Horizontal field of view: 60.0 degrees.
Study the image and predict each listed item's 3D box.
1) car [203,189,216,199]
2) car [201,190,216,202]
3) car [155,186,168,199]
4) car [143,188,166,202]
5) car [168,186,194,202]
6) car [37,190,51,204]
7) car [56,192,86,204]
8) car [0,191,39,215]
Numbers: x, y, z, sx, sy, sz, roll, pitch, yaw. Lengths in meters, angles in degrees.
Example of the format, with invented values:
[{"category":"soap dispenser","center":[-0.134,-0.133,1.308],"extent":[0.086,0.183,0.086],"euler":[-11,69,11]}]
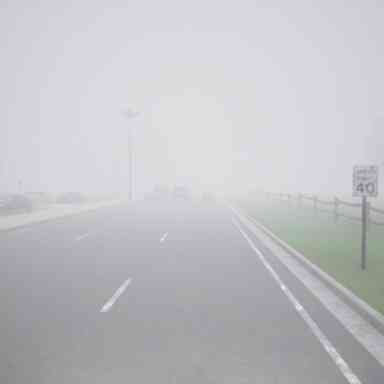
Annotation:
[{"category":"car","center":[2.844,0.311,54.258],"extent":[1.994,1.385,4.181],"euler":[0,1,4]},{"category":"car","center":[2.159,0.458,44.130],"extent":[1.882,1.535,5.008],"euler":[0,1,4]},{"category":"car","center":[-4.511,0.021,50.944],"extent":[2.150,2.045,5.566],"euler":[0,1,4]},{"category":"car","center":[-4.992,0.540,43.246],"extent":[1.994,1.385,4.181],"euler":[0,1,4]},{"category":"car","center":[-1.394,0.204,43.495],"extent":[2.150,2.045,5.566],"euler":[0,1,4]},{"category":"car","center":[-17.024,0.586,35.768],"extent":[1.882,1.535,5.008],"euler":[0,1,3]},{"category":"car","center":[-13.439,0.652,37.198],"extent":[1.994,1.385,4.181],"euler":[0,1,4]},{"category":"car","center":[-14.021,0.882,25.554],"extent":[1.812,1.442,4.674],"euler":[0,1,3]}]
